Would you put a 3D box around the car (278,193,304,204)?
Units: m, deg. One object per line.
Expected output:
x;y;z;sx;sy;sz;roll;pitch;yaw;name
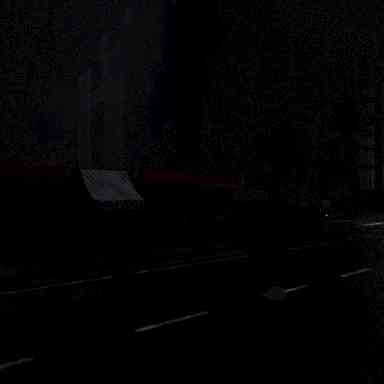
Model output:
17.141;1.105;57.714;1.905;1.878;3.866;0;0;-36;car

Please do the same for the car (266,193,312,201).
9.390;1.292;33.994;2.097;1.767;4.553;0;0;-36;car

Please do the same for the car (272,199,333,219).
9.355;1.541;28.070;1.895;1.301;4.718;0;0;-36;car
